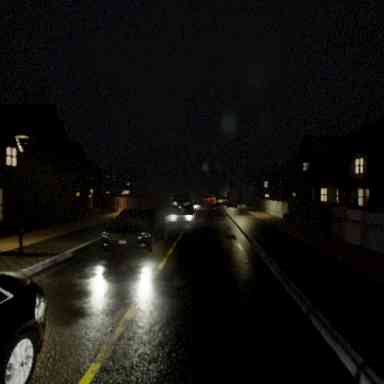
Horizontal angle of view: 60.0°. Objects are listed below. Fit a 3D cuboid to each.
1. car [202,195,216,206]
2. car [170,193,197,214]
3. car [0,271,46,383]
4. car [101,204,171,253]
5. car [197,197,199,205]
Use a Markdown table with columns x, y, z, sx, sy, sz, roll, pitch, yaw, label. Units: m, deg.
| x | y | z | sx | sy | sz | roll | pitch | yaw | label |
| --- | --- | --- | --- | --- | --- | --- | --- | --- | --- |
| 2.747 | 1.319 | 53.081 | 2.097 | 1.767 | 4.553 | 1 | 0 | 3 | car |
| -0.986 | 1.137 | 35.073 | 2.150 | 2.045 | 5.566 | 1 | 0 | 4 | car |
| -2.803 | 1.462 | 2.231 | 1.837 | 1.490 | 4.892 | 1 | 0 | 3 | car |
| -2.197 | 1.413 | 13.651 | 1.882 | 1.535 | 5.008 | 1 | 0 | 3 | car |
| 0.250 | 1.461 | 58.038 | 2.128 | 1.511 | 4.902 | 1 | 0 | 3 | car |
